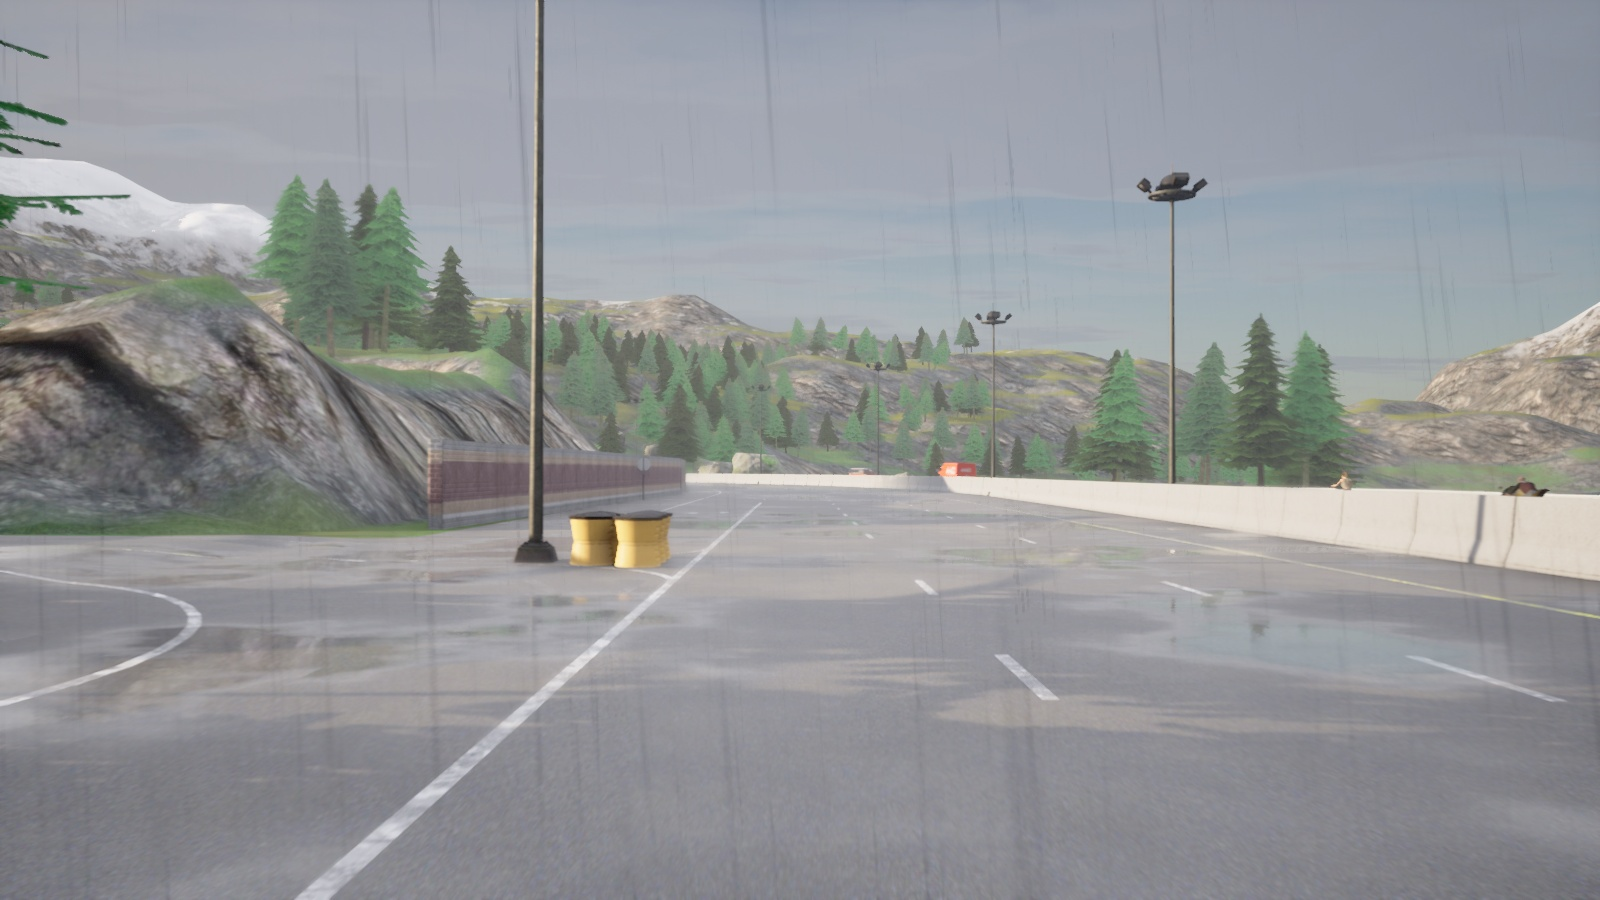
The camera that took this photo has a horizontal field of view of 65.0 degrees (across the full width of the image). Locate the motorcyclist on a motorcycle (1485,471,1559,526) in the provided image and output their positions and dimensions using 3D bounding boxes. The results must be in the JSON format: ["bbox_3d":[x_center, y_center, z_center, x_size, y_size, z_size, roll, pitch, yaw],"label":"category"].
[{"bbox_3d":[20.915,1.376,36.427,0.866,1.530,2.191,0,-1,0],"label":"motorcyclist on a motorcycle"}]
